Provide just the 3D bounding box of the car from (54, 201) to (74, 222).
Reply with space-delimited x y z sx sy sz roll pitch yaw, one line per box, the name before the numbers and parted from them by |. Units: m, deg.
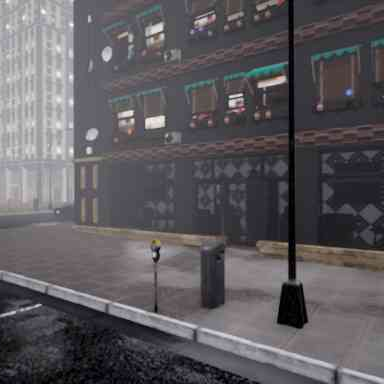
car | -7.302 1.267 22.814 1.947 1.339 4.313 1 1 35
